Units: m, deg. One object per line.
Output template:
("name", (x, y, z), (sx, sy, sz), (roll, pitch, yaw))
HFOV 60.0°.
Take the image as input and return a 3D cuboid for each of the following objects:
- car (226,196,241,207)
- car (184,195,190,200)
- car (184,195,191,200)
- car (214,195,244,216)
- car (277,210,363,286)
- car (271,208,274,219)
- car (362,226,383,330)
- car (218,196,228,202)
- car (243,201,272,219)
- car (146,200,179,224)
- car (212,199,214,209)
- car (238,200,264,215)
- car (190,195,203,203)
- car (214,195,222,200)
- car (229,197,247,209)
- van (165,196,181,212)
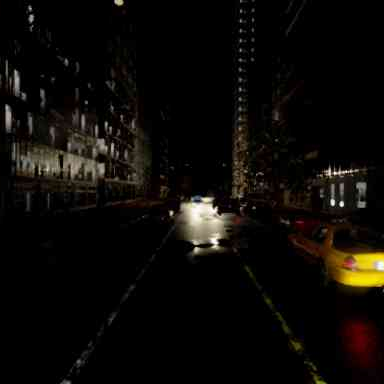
("car", (6.571, 1.479, 52.785), (1.967, 1.590, 4.097), (1, 0, 1))
("car", (-1.222, 1.444, 87.085), (1.887, 1.381, 4.507), (1, 0, 1))
("car", (-1.125, 1.468, 92.778), (1.802, 1.307, 4.206), (1, 0, 1))
("car", (3.586, 1.386, 33.319), (2.097, 1.767, 4.553), (1, 0, 2))
("car", (4.036, 1.497, 9.415), (1.801, 1.575, 5.366), (1, 0, 1))
("car", (5.983, 1.644, 18.636), (1.802, 1.307, 4.206), (1, 0, 1))
("car", (3.880, 1.390, 3.189), (2.097, 1.767, 4.553), (1, 0, 0))
("car", (6.961, 1.549, 75.552), (1.887, 1.381, 4.507), (1, 0, 1))
("car", (6.179, 1.612, 30.019), (2.008, 1.369, 4.403), (1, 0, 1))
("car", (-2.298, 1.532, 24.474), (2.008, 1.369, 4.403), (1, 0, 1))
("car", (3.747, 1.373, 44.664), (2.097, 1.767, 4.553), (1, 0, 1))
("car", (6.277, 1.609, 35.710), (2.008, 1.369, 4.403), (1, 0, 1))
("car", (1.131, 1.441, 67.482), (1.882, 1.535, 5.008), (1, 0, 1))
("car", (7.254, 1.534, 92.626), (1.947, 1.339, 4.313), (1, 0, 1))
("car", (6.474, 1.485, 47.094), (1.967, 1.590, 4.097), (1, 0, 1))
("van", (-2.100, 1.317, 35.858), (1.690, 1.788, 3.998), (1, 0, 1))
